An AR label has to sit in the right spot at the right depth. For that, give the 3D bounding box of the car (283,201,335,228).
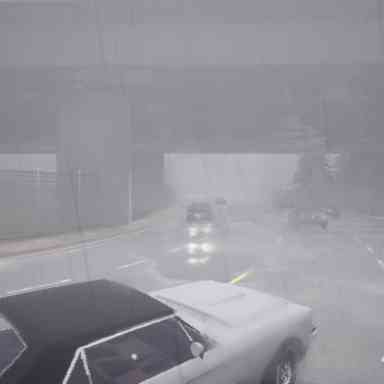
[{"bbox_3d":[7.515,1.545,21.960,2.033,1.411,5.357,0,0,10],"label":"car"}]

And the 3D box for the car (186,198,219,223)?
[{"bbox_3d":[0.692,1.489,25.412,2.128,1.511,4.902,0,0,6],"label":"car"}]

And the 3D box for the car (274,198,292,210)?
[{"bbox_3d":[11.976,1.542,43.105,2.033,1.411,5.357,0,0,2],"label":"car"}]

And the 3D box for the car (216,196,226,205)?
[{"bbox_3d":[4.963,1.520,58.772,1.812,1.442,4.674,0,0,1],"label":"car"}]

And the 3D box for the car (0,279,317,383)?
[{"bbox_3d":[-0.708,1.600,3.241,4.718,1.301,1.895,0,0,-42],"label":"car"}]

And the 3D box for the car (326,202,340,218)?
[{"bbox_3d":[11.639,1.559,29.809,1.994,1.385,4.181,0,0,3],"label":"car"}]
